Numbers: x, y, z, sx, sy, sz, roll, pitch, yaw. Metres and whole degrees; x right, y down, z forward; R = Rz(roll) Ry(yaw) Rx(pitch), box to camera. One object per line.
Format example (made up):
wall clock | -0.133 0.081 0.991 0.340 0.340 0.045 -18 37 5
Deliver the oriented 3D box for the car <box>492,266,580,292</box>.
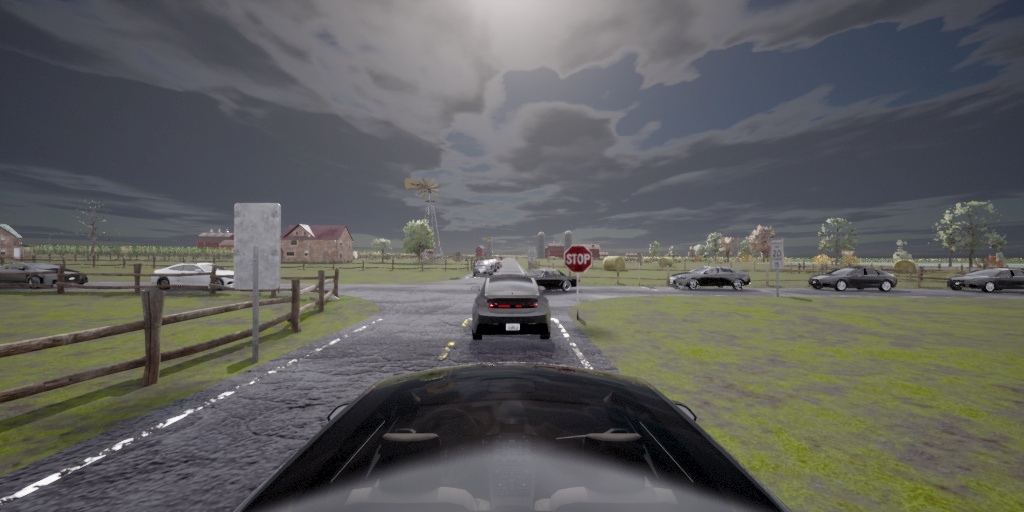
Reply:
car | 1.488 1.369 20.053 4.718 1.301 1.895 1 0 -35

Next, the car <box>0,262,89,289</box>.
car | -26.375 1.048 19.823 4.181 1.385 1.994 1 -1 -1

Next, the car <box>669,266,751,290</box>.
car | 12.785 1.396 23.289 4.902 1.511 2.128 1 -1 -2

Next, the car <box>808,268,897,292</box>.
car | 22.186 1.499 23.466 4.892 1.490 1.837 1 -1 -1

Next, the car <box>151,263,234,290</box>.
car | -17.255 1.104 19.951 4.674 1.442 1.812 1 -1 -1

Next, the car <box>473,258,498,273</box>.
car | -2.882 1.243 36.691 2.128 1.511 4.902 0 0 0

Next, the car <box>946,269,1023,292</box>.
car | 31.689 1.587 23.593 4.892 1.490 1.837 1 -1 -1

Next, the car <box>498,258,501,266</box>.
car | -2.880 1.241 46.136 2.128 1.511 4.902 0 0 0

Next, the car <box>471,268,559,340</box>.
car | -0.079 1.256 10.006 1.837 1.490 4.892 0 0 -2
